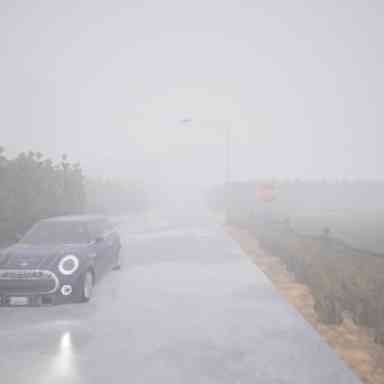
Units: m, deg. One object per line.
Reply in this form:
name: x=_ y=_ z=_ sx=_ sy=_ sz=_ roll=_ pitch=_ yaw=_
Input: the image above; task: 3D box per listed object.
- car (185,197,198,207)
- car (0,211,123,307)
car: x=-0.076 y=1.941 z=64.662 sx=2.150 sy=2.045 sz=5.566 roll=0 pitch=-1 yaw=0
car: x=-3.176 y=1.428 z=8.363 sx=2.097 sy=1.767 sz=4.553 roll=0 pitch=0 yaw=0
